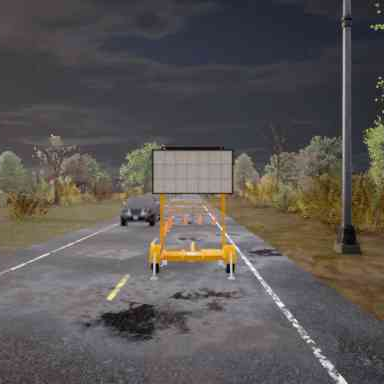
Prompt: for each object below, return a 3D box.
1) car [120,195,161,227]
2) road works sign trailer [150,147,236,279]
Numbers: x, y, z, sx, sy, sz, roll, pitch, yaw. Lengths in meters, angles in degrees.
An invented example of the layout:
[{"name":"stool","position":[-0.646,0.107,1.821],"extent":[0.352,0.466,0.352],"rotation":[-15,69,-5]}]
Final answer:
[{"name":"car","position":[-3.446,1.214,23.137],"extent":[2.150,2.045,5.566],"rotation":[0,0,0]},{"name":"road works sign trailer","position":[0.025,0.464,9.977],"extent":[2.380,3.560,2.880],"rotation":[0,0,0]}]
